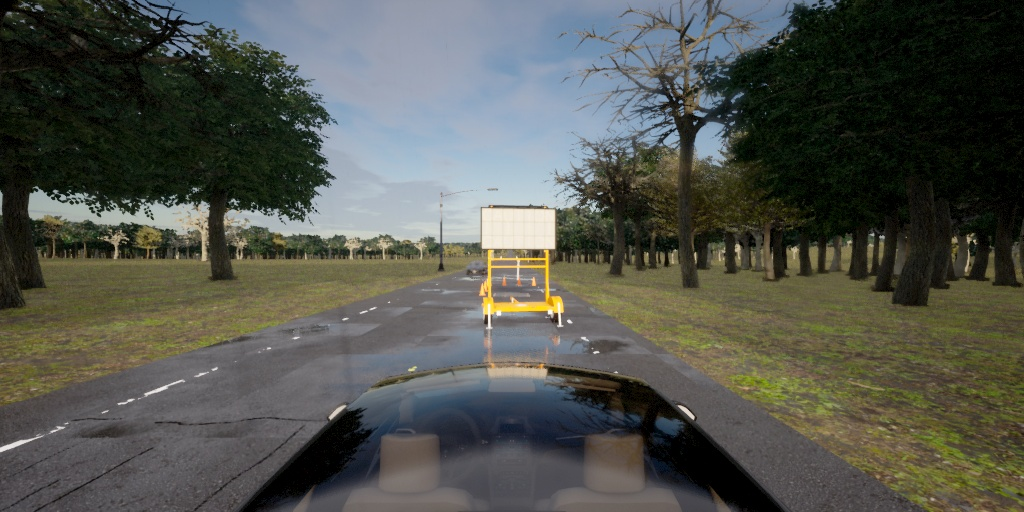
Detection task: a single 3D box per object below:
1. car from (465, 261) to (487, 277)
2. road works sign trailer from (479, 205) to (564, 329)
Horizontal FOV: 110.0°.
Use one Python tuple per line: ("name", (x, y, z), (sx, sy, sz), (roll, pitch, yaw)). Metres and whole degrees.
("car", (-3.547, 1.267, 36.234), (1.837, 1.490, 4.892), (0, 0, 0))
("road works sign trailer", (0.182, 0.211, 11.364), (2.380, 3.560, 2.880), (0, 0, -8))
